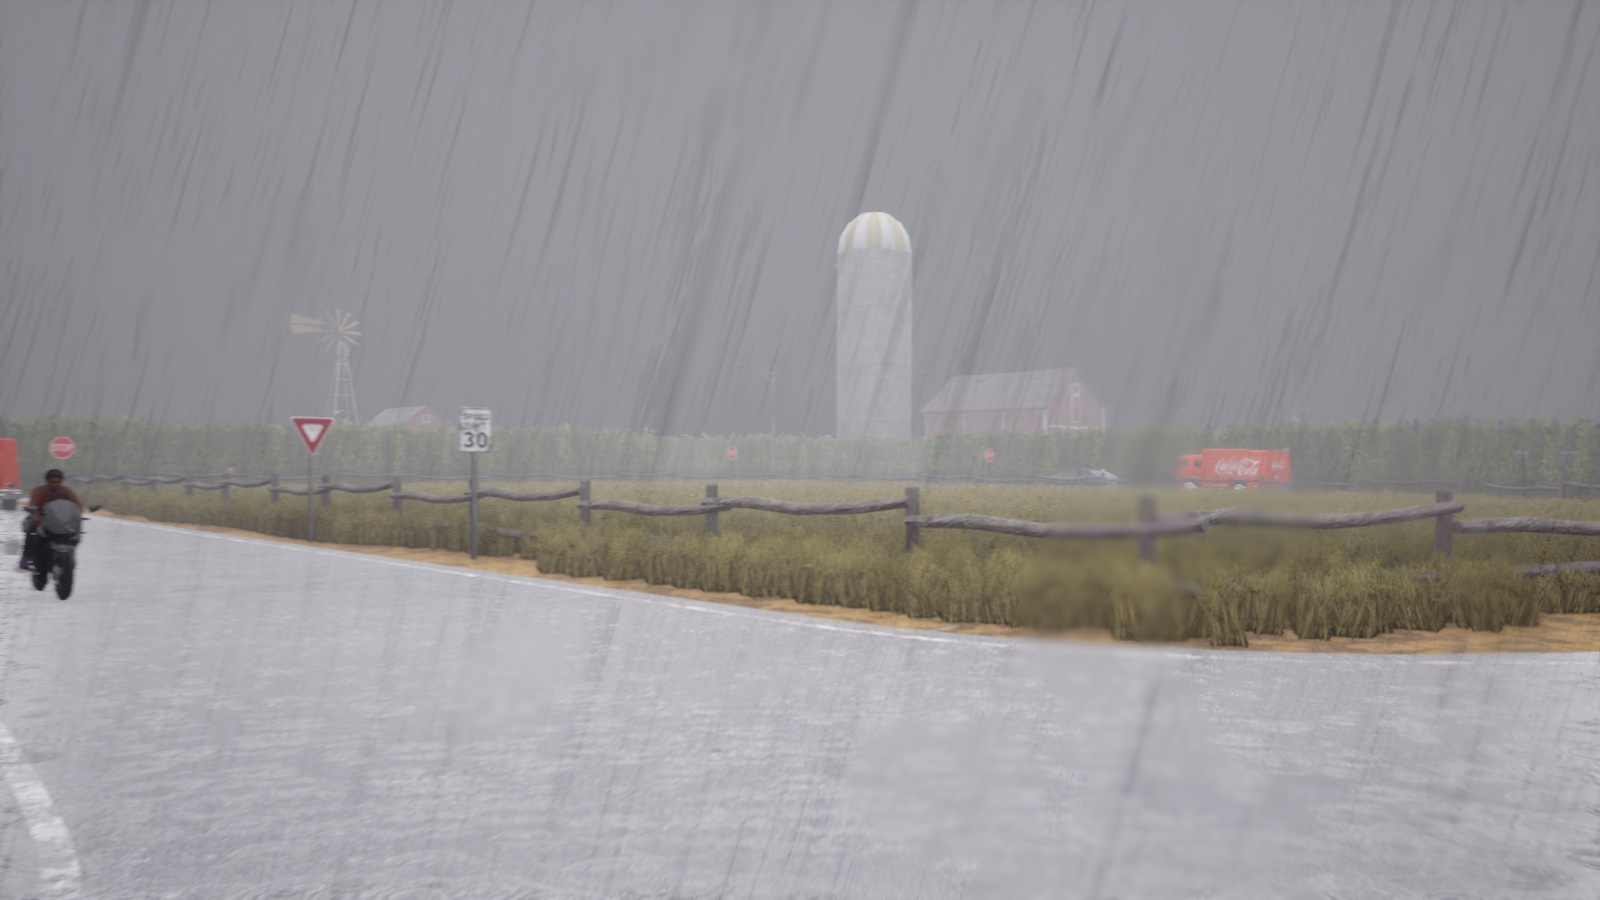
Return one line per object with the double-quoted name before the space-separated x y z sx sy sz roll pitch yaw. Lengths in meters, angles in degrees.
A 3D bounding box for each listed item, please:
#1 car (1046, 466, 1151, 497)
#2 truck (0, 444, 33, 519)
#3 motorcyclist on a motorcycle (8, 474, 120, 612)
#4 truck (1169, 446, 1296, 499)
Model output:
"car" 14.980 1.565 63.192 2.163 1.488 4.792 0 -1 -40
"truck" -28.201 1.022 42.838 2.627 2.467 5.204 0 0 -41
"motorcyclist on a motorcycle" -8.836 1.056 15.039 0.797 1.523 2.044 0 -1 -41
"truck" 20.940 1.064 60.974 2.627 2.467 5.204 0 -1 -40
